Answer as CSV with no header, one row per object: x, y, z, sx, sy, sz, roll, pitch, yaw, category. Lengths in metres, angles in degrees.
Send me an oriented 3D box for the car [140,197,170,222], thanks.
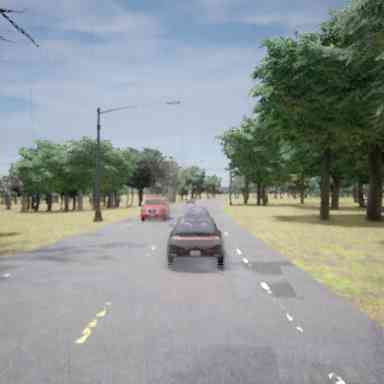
-3.182,1.499,29.615,2.150,2.045,5.566,0,0,0,car

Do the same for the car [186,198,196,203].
-0.174,2.204,76.055,1.837,1.490,4.892,0,-1,5,car

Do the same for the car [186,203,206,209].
0.425,1.791,25.139,2.033,1.411,5.357,0,-1,2,car

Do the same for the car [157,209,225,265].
0.157,1.609,12.189,2.128,1.511,4.902,0,-1,1,car
